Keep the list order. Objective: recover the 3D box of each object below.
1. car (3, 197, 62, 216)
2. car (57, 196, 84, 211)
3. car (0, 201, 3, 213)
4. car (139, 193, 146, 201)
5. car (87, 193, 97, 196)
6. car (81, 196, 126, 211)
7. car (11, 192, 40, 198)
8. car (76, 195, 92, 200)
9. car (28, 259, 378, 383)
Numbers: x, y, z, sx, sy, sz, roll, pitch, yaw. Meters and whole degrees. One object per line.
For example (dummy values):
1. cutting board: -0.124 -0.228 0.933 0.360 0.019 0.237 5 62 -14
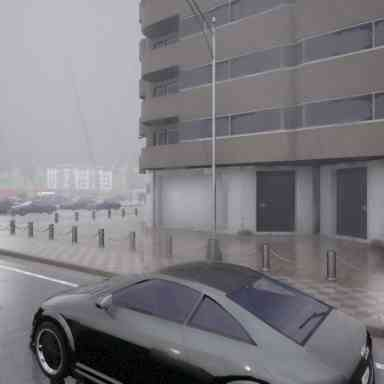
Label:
1. car: -16.007 1.581 33.572 1.812 1.442 4.674 0 0 35
2. car: -14.201 1.603 42.333 2.033 1.411 5.357 0 0 35
3. car: -20.075 1.603 33.889 2.033 1.411 5.357 0 0 35
4. car: -10.671 1.211 76.895 1.905 1.878 3.866 0 0 35
5. car: -26.761 1.211 88.129 1.905 1.878 3.866 0 0 35
6. car: -10.839 1.581 41.018 1.812 1.442 4.674 0 0 35
7. car: -36.801 1.209 73.771 1.932 1.855 4.605 0 0 35
8. car: -29.125 1.451 89.800 1.970 1.475 3.806 0 0 35
9. car: -0.122 1.564 4.068 4.181 1.385 1.994 0 0 35
